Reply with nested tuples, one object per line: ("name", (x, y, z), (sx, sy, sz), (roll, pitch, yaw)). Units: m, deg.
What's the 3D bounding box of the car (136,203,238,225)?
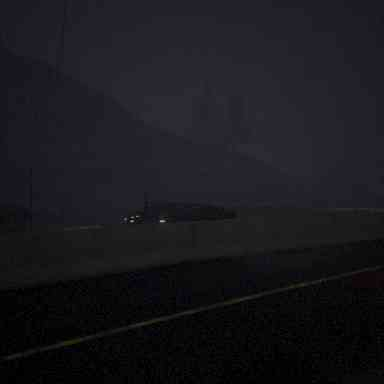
("car", (0.062, 1.303, 16.587), (4.902, 1.511, 2.128), (0, 1, -33))
